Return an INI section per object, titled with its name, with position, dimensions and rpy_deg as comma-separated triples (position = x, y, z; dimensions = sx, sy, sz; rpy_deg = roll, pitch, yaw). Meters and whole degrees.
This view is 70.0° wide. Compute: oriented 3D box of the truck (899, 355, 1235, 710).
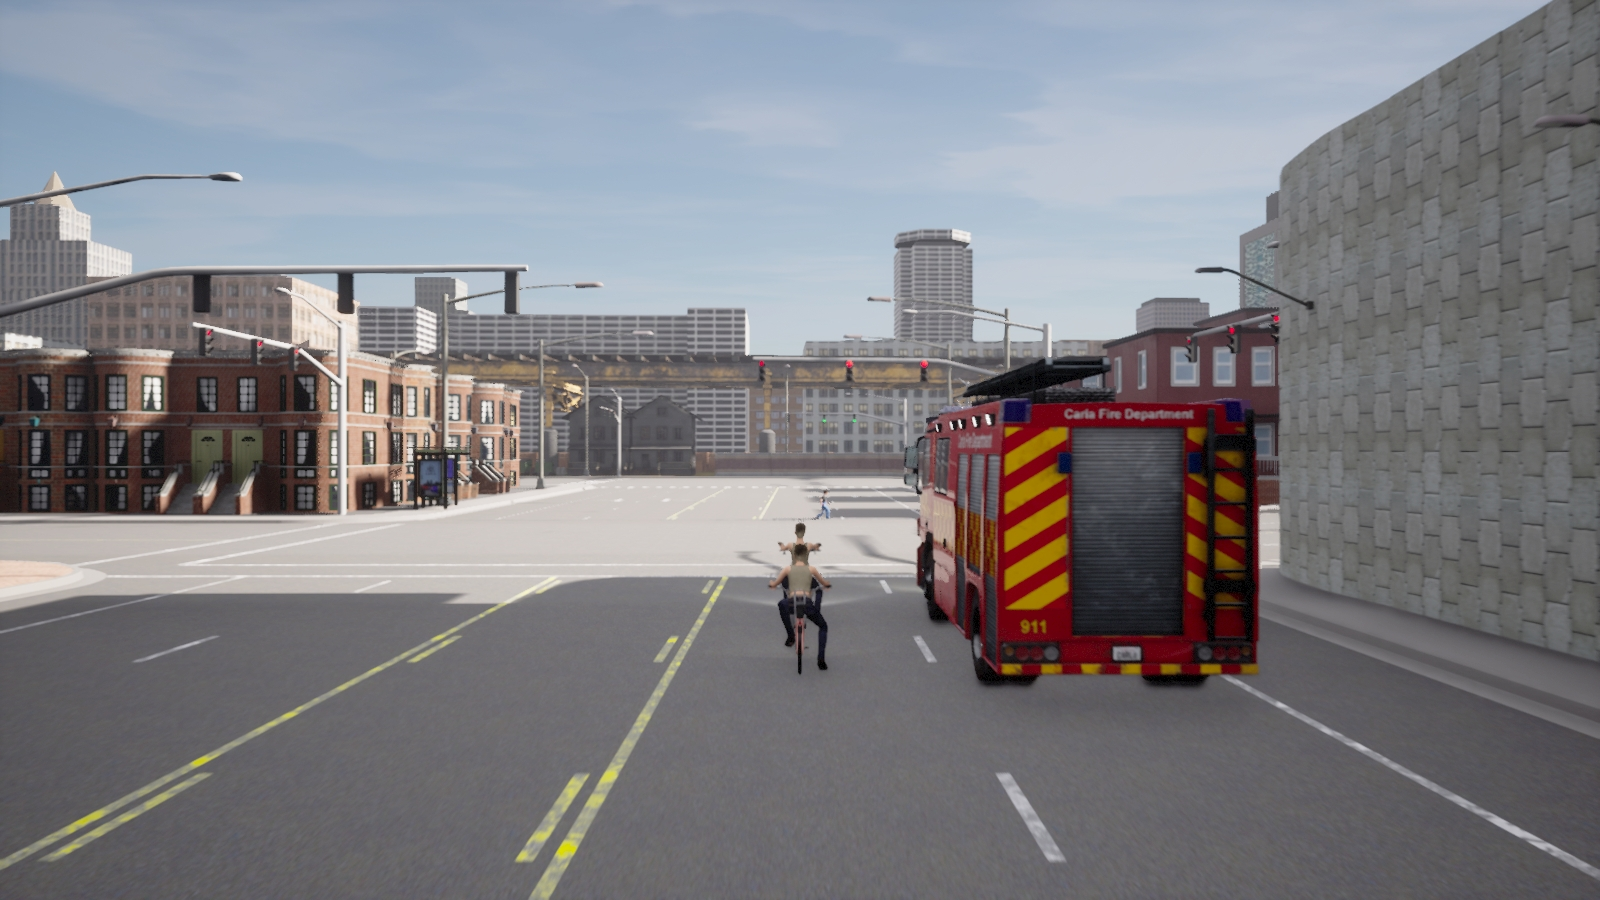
[truck]
position = 3.248, 0.890, 16.563
dimensions = 2.891, 3.827, 8.468
rpy_deg = 0, 0, 0

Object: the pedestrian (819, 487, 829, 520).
[pedestrian]
position = 0.957, 2.129, 45.649
dimensions = 0.375, 1.300, 0.375
rpy_deg = 0, 0, 0

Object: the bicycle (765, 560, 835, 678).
[bicycle]
position = 0.000, 2.145, 14.740
dimensions = 0.859, 1.301, 1.487
rpy_deg = 0, 0, 0
